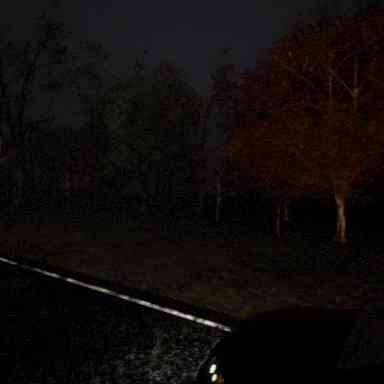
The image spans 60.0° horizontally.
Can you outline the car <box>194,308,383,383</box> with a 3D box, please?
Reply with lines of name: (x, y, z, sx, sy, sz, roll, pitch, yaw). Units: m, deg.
car: (2.044, 1.526, 2.241, 4.181, 1.385, 1.994, 2, 1, 35)
